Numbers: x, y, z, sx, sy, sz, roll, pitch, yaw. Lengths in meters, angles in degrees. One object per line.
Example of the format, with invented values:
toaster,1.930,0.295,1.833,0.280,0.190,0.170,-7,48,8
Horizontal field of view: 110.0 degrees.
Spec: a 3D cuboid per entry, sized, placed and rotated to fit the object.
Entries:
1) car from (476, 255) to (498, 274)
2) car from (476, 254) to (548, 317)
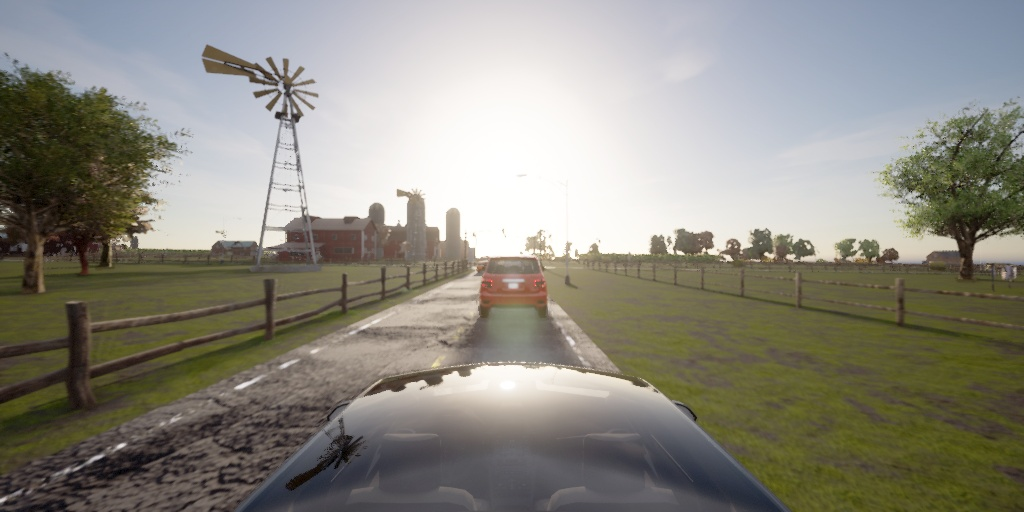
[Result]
car,-2.829,0.933,41.800,2.150,2.045,5.566,0,0,0
car,0.061,0.959,13.222,2.150,2.045,5.566,0,0,0
